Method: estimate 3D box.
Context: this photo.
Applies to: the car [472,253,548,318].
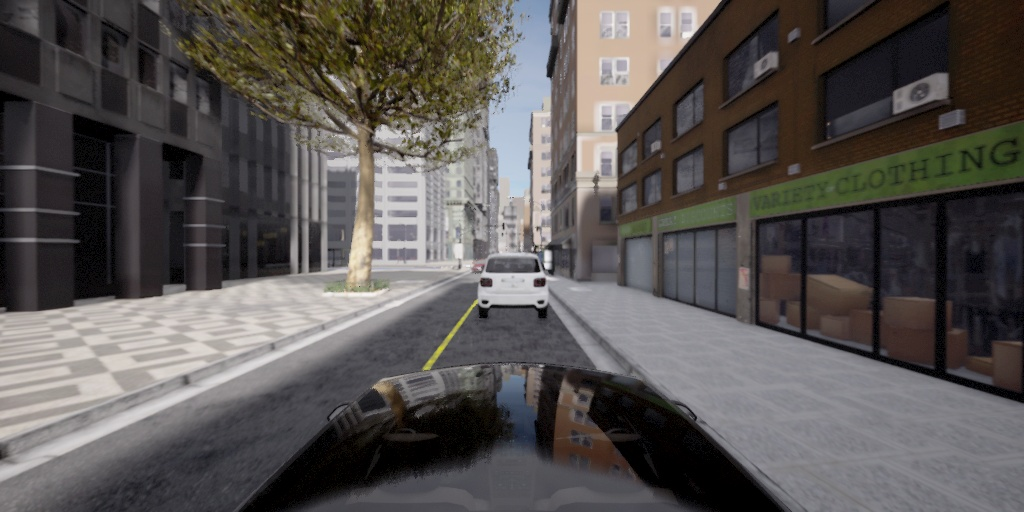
[{"bbox_3d":[0.043,0.914,12.852,2.150,2.045,5.566,0,0,0],"label":"car"}]
